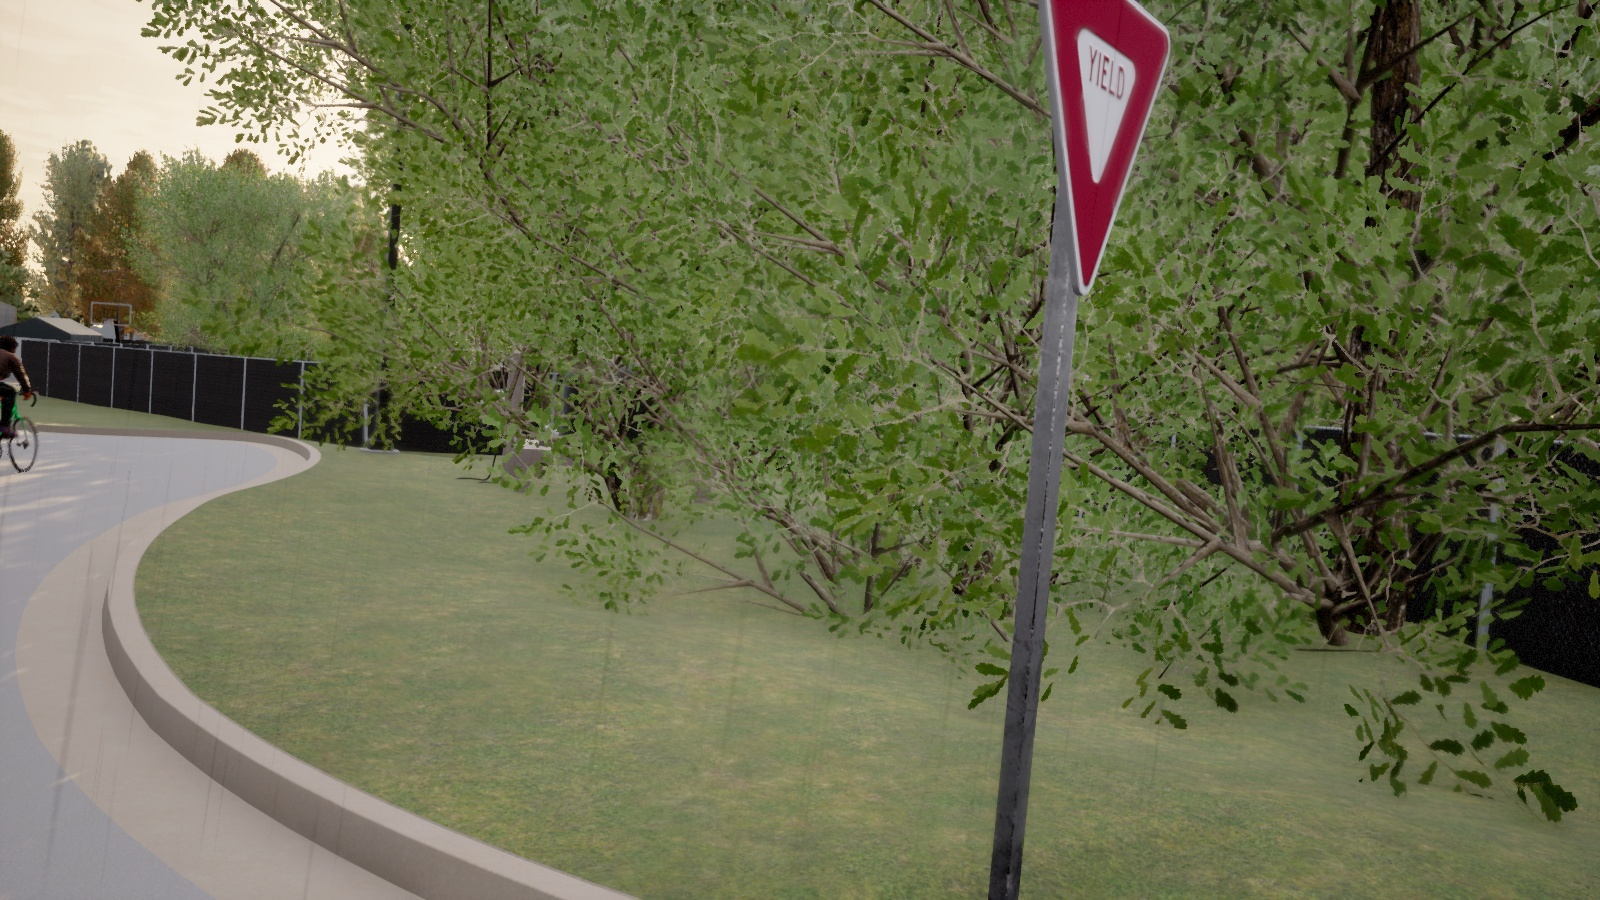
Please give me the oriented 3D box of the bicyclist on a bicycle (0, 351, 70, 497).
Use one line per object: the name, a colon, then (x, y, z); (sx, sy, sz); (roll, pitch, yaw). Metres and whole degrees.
bicyclist on a bicycle: (-9.209, -0.328, 14.547); (0.582, 1.620, 1.656); (1, 3, -3)
